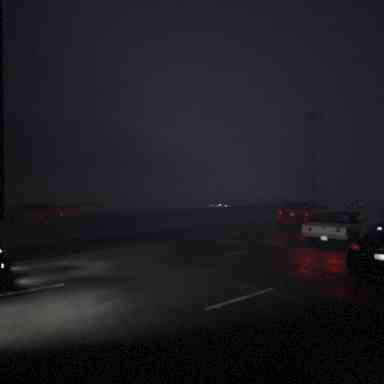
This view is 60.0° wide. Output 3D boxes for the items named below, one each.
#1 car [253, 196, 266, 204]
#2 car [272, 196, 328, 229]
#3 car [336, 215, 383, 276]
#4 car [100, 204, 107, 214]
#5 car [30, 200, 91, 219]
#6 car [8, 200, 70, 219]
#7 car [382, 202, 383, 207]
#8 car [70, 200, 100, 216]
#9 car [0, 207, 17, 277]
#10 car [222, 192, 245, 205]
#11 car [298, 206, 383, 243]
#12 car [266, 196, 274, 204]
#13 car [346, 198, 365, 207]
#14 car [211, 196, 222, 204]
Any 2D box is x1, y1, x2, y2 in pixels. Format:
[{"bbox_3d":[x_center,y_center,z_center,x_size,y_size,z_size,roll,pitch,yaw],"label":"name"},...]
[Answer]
[{"bbox_3d":[12.005,1.402,58.014,1.994,1.385,4.181,0,0,23],"label":"car"},{"bbox_3d":[7.093,1.278,20.448,2.097,1.767,4.553,0,0,41],"label":"car"},{"bbox_3d":[6.019,1.513,9.267,4.181,1.385,1.994,0,0,-42],"label":"car"},{"bbox_3d":[-9.620,1.514,28.315,2.128,1.511,4.902,0,0,45],"label":"car"},{"bbox_3d":[-12.057,1.540,30.803,1.837,1.490,4.892,0,1,45],"label":"car"},{"bbox_3d":[-9.766,1.389,18.889,4.553,1.767,2.097,0,0,-40],"label":"car"},{"bbox_3d":[18.040,1.319,29.551,1.882,1.535,5.008,0,0,32],"label":"car"},{"bbox_3d":[-9.517,1.506,23.639,5.008,1.535,1.882,0,0,-43],"label":"car"},{"bbox_3d":[-6.821,1.387,7.732,4.553,1.767,2.097,0,0,-35],"label":"car"},{"bbox_3d":[7.435,1.091,56.150,2.150,2.045,5.566,0,0,23],"label":"car"},{"bbox_3d":[6.820,1.536,14.853,1.895,1.301,4.718,0,0,44],"label":"car"},{"bbox_3d":[13.569,1.314,52.706,1.882,1.535,5.008,0,0,23],"label":"car"},{"bbox_3d":[18.256,1.354,37.239,1.812,1.442,4.674,0,0,27],"label":"car"},{"bbox_3d":[4.972,1.408,59.300,1.812,1.442,4.674,0,0,23],"label":"car"}]
